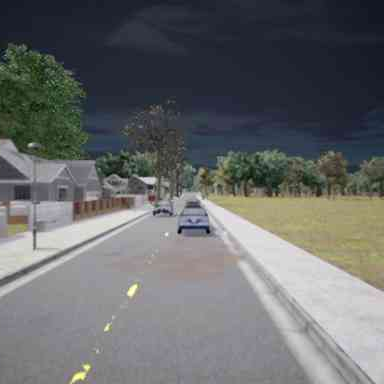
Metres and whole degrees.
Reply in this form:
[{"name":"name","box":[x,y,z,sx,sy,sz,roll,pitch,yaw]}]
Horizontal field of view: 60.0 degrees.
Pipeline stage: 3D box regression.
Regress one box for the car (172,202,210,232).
[{"name":"car","box":[0.111,1.576,20.076,2.033,1.411,5.357,0,0,0]}]

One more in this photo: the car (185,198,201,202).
[{"name":"car","box":[0.125,1.558,42.041,1.837,1.490,4.892,0,0,0]}]

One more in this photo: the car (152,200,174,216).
[{"name":"car","box":[-2.730,1.502,32.741,2.033,1.411,5.357,0,0,0]}]
